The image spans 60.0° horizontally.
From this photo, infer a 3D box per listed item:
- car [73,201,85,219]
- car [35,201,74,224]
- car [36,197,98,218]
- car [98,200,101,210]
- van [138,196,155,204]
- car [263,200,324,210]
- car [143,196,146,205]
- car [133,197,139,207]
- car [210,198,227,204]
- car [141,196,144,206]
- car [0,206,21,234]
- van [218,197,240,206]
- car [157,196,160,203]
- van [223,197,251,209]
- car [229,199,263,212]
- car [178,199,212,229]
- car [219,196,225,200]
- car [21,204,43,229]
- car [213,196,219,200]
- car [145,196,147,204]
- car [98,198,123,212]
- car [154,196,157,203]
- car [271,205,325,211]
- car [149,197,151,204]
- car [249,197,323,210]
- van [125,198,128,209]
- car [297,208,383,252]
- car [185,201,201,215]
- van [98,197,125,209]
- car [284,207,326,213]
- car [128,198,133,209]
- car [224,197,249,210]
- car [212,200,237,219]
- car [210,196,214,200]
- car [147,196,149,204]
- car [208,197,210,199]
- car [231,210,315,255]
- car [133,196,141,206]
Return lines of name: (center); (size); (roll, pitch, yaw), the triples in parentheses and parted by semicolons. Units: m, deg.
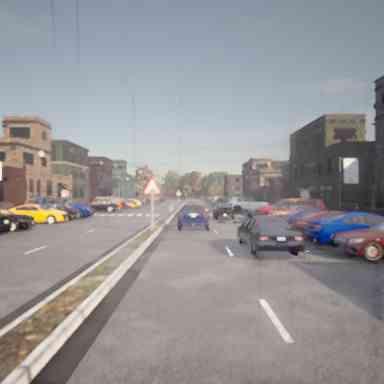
car: (-12.609, 1.790, 29.657); (4.892, 1.521, 2.231); (0, -1, 0)
car: (-12.621, 1.760, 26.878); (5.008, 1.535, 2.097); (0, -1, 0)
car: (-12.586, 1.567, 32.439); (5.566, 2.045, 2.435); (0, -1, 0)
car: (-12.584, 1.876, 35.216); (4.792, 1.488, 2.163); (0, -1, 0)
van: (-12.475, 2.200, 90.801); (4.442, 1.987, 1.878); (0, -1, 0)
car: (7.600, 1.613, 23.101); (4.553, 1.767, 2.185); (0, -1, 0)
car: (-12.606, 2.170, 68.567); (4.892, 1.521, 2.231); (0, -1, 0)
car: (-12.419, 2.060, 57.451); (5.366, 1.575, 1.946); (0, -1, 0)
car: (7.600, 2.532, 94.791); (4.674, 1.452, 2.002); (0, -1, 0)
car: (-12.597, 2.142, 65.791); (5.008, 1.535, 2.097); (0, -1, 0)
car: (-12.663, 1.701, 18.547); (4.792, 1.488, 2.163); (0, -1, 0)
van: (7.729, 1.980, 69.983); (4.442, 1.987, 1.878); (0, -1, 0)
car: (-12.562, 2.211, 93.578); (5.566, 2.045, 2.435); (0, -1, 0)
van: (7.501, 1.855, 56.194); (4.442, 1.987, 1.878); (0, -1, 0)
car: (7.652, 1.879, 47.796); (4.553, 1.767, 2.185); (0, -1, 0)
car: (0.092, 1.618, 23.715); (2.097, 1.767, 4.553); (0, -1, 0)
car: (7.647, 1.805, 53.437); (5.566, 2.045, 2.435); (0, 0, 0)
car: (-12.631, 1.700, 21.203); (5.008, 1.535, 2.097); (0, -1, 0)
car: (7.428, 2.177, 67.222); (5.366, 1.575, 1.946); (0, -1, 0)
car: (-12.568, 2.071, 71.346); (4.553, 1.767, 2.185); (0, -1, 0)
car: (-12.602, 1.958, 46.334); (4.892, 1.521, 2.231); (0, -1, 0)
car: (-12.565, 2.103, 85.244); (5.566, 2.045, 2.435); (0, -1, 0)
car: (7.629, 1.747, 20.471); (4.674, 1.452, 2.002); (0, -1, 0)
car: (-12.594, 2.296, 76.904); (4.674, 1.452, 2.002); (0, -1, 0)
car: (7.602, 1.520, 25.860); (5.566, 2.045, 2.435); (0, -1, 0)
van: (-12.723, 1.785, 51.895); (4.442, 1.987, 1.878); (0, -1, 0)
car: (7.629, 1.639, 14.827); (5.008, 1.535, 2.097); (0, -1, 0)
car: (0.083, 1.943, 41.666); (1.882, 1.535, 5.008); (0, -1, 0)
van: (-12.725, 1.758, 49.116); (4.442, 1.987, 1.878); (0, -1, 0)
car: (7.631, 1.712, 17.583); (4.674, 1.452, 2.002); (0, -1, 0)
car: (-12.608, 2.078, 54.671); (4.674, 1.452, 2.002); (0, -1, 0)
car: (7.651, 1.729, 45.163); (5.566, 2.045, 2.435); (0, -1, 0)
car: (3.080, 1.888, 33.474); (1.837, 1.490, 4.892); (0, -1, 0)
car: (7.637, 2.040, 78.253); (5.566, 2.045, 2.435); (0, -1, 0)
car: (-12.567, 2.101, 74.127); (4.553, 1.767, 2.185); (0, -1, 0)
car: (7.789, 2.453, 92.034); (5.366, 1.575, 1.946); (0, -1, 0)
car: (3.094, 1.697, 14.016); (2.033, 1.411, 5.357); (0, -1, 0)
car: (-12.634, 1.989, 63.010); (4.553, 1.767, 2.185); (0, -1, 0)
